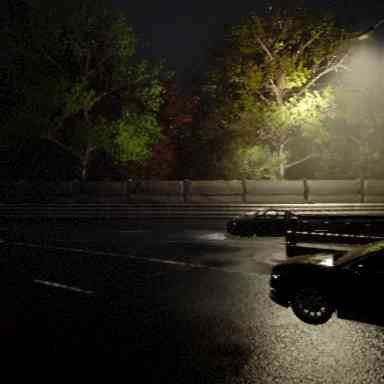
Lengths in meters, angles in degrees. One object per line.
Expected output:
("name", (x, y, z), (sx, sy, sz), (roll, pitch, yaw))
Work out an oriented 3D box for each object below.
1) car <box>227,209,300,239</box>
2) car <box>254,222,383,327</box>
("car", (3.836, 1.534, 16.572), (4.181, 1.385, 1.994), (0, 0, 1))
("car", (3.702, 1.480, 5.415), (4.892, 1.490, 1.837), (0, 0, 35))
